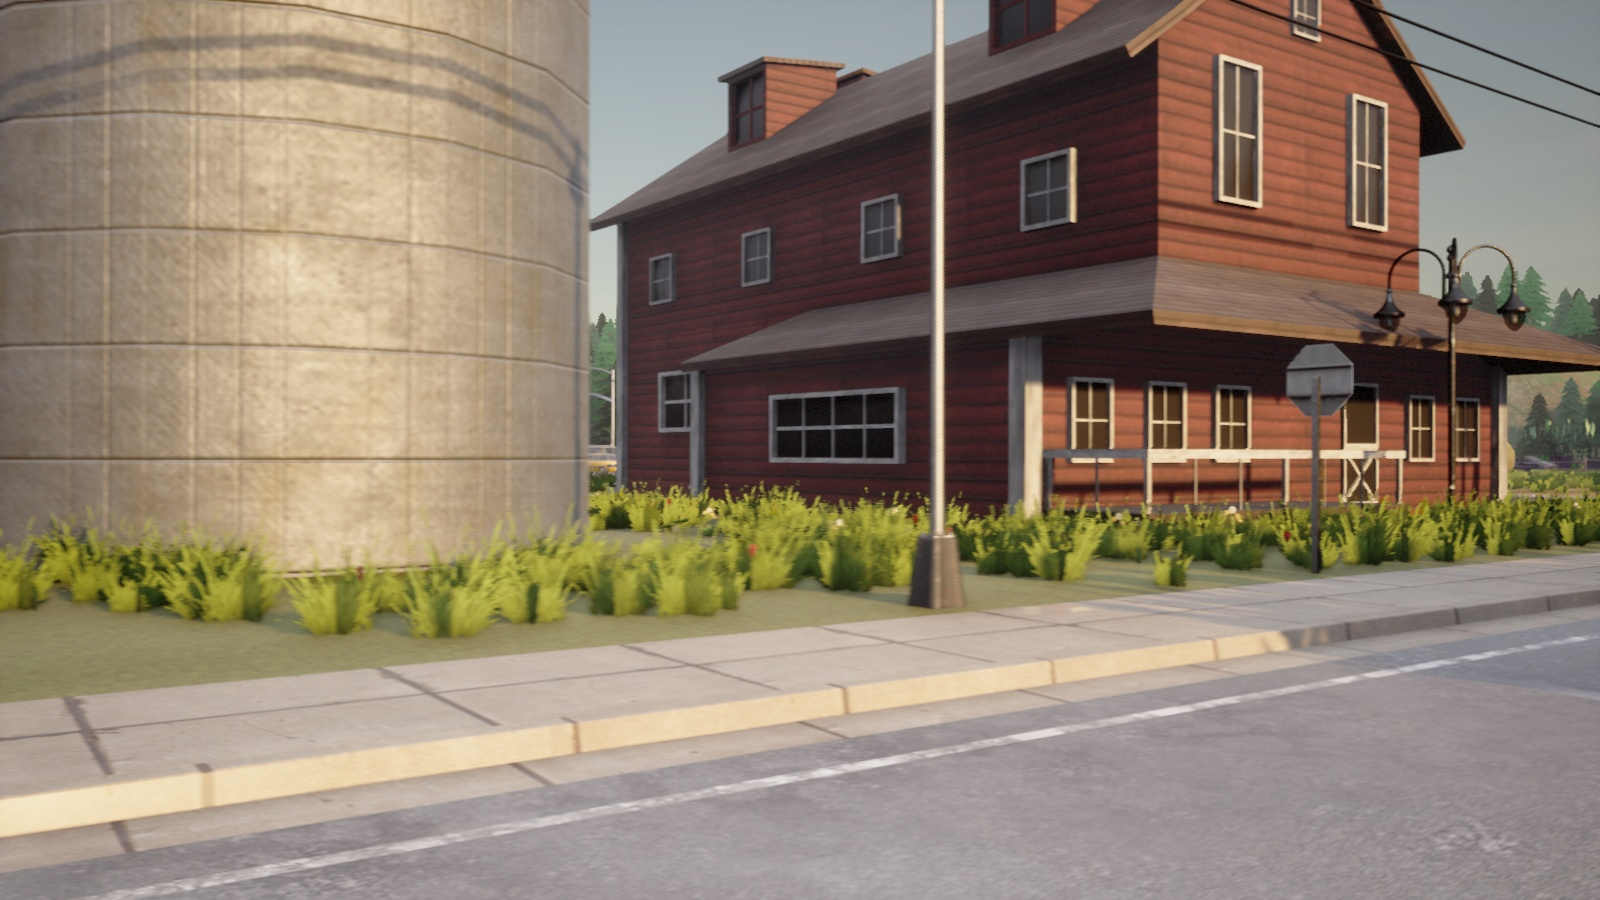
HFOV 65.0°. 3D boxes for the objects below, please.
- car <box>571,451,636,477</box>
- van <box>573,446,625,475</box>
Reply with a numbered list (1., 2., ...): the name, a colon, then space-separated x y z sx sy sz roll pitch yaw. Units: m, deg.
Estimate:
1. car: -12.418 0.887 78.928 1.801 1.575 5.366 0 0 -36
2. van: -13.965 0.721 87.081 1.775 1.987 4.442 0 0 -36
